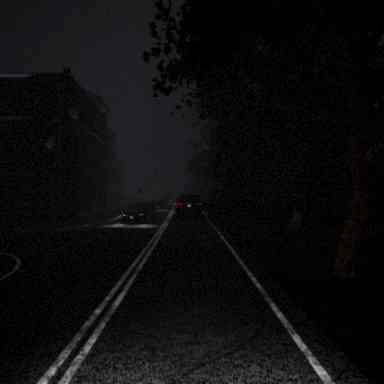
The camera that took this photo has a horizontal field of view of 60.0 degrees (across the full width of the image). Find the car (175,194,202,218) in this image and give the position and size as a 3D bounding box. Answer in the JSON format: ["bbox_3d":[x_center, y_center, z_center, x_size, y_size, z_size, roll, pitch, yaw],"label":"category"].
[{"bbox_3d":[-0.289,1.187,29.667,2.150,2.045,5.566,0,0,-1],"label":"car"}]

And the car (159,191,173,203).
[{"bbox_3d":[-4.682,0.943,59.741,2.150,2.045,5.566,0,1,-2],"label":"car"}]

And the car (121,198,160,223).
[{"bbox_3d":[-3.975,1.487,25.248,1.837,1.490,4.892,0,0,4],"label":"car"}]

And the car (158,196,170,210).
[{"bbox_3d":[-4.075,1.478,41.518,1.895,1.301,4.718,0,1,-2],"label":"car"}]
